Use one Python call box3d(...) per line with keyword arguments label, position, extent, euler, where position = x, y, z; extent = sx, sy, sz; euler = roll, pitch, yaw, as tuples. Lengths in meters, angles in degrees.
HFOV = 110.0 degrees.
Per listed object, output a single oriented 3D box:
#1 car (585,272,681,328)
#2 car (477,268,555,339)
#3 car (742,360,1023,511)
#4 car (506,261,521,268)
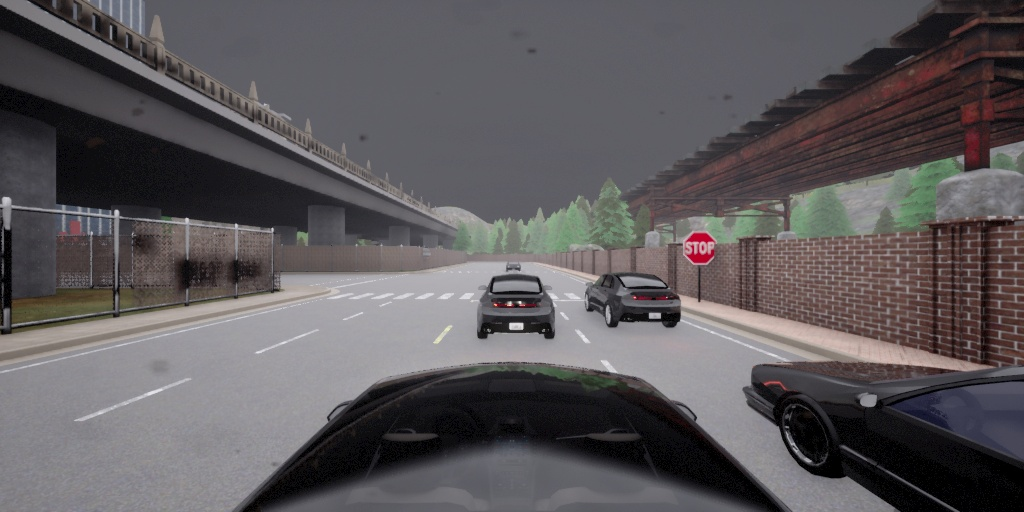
box3d(label="car", position=(3.596, 1.255, 11.428), extent=(1.837, 1.490, 4.892), euler=(0, 0, 0))
box3d(label="car", position=(0.095, 1.255, 10.067), extent=(1.837, 1.490, 4.892), euler=(0, 0, 0))
box3d(label="car", position=(3.600, 1.297, 1.681), extent=(2.033, 1.411, 5.357), euler=(0, 0, 0))
box3d(label="car", position=(0.164, 1.351, 46.346), extent=(1.895, 1.301, 4.718), euler=(0, 0, -1))
